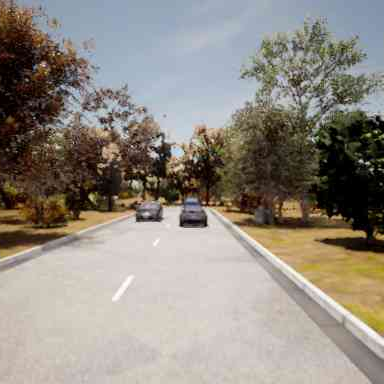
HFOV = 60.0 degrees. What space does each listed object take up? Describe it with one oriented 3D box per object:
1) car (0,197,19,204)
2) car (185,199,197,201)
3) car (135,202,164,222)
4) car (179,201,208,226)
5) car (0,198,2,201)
[{"bbox_3d":[-45.063,2.069,80.868,4.792,1.488,2.163,0,0,0],"label":"car"},{"bbox_3d":[-0.148,1.559,41.935,1.882,1.535,5.008,1,0,-4],"label":"car"},{"bbox_3d":[-3.348,1.551,26.733,2.128,1.511,4.902,0,0,0],"label":"car"},{"bbox_3d":[0.096,1.621,24.037,1.994,1.385,4.181,0,0,0],"label":"car"},{"bbox_3d":[-45.090,2.053,75.298,5.008,1.535,2.097,0,0,0],"label":"car"}]
